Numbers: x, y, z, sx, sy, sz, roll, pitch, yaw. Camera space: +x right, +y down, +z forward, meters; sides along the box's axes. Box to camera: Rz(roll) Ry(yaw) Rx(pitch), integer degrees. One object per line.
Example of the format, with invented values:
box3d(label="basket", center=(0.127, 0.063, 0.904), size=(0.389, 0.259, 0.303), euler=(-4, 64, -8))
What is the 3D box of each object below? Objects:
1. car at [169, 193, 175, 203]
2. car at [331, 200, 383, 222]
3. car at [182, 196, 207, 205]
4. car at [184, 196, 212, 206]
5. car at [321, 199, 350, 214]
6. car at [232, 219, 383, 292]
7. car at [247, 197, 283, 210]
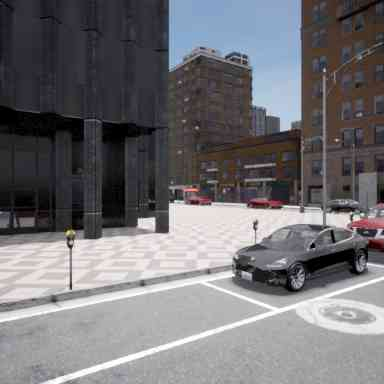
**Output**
box3d(label="car", center=(-5.577, 1.136, 67.077), size=(2.150, 2.045, 5.566), euler=(0, 0, -35))
box3d(label="car", center=(7.627, 1.315, 12.225), size=(5.009, 1.841, 2.192), euler=(0, 0, -36))
box3d(label="car", center=(0.435, 1.420, 58.465), size=(1.882, 1.535, 5.008), euler=(0, 0, -35))
box3d(label="car", center=(1.140, 1.433, 51.965), size=(1.882, 1.535, 5.008), euler=(0, 0, -34))
box3d(label="car", center=(14.877, 1.450, 32.071), size=(2.128, 1.511, 4.902), euler=(0, 0, -36))
box3d(label="car", center=(3.039, 1.566, 8.944), size=(4.313, 1.339, 1.947), euler=(0, 0, -36))
box3d(label="car", center=(8.887, 1.437, 40.742), size=(1.882, 1.535, 5.008), euler=(0, 0, -35))
